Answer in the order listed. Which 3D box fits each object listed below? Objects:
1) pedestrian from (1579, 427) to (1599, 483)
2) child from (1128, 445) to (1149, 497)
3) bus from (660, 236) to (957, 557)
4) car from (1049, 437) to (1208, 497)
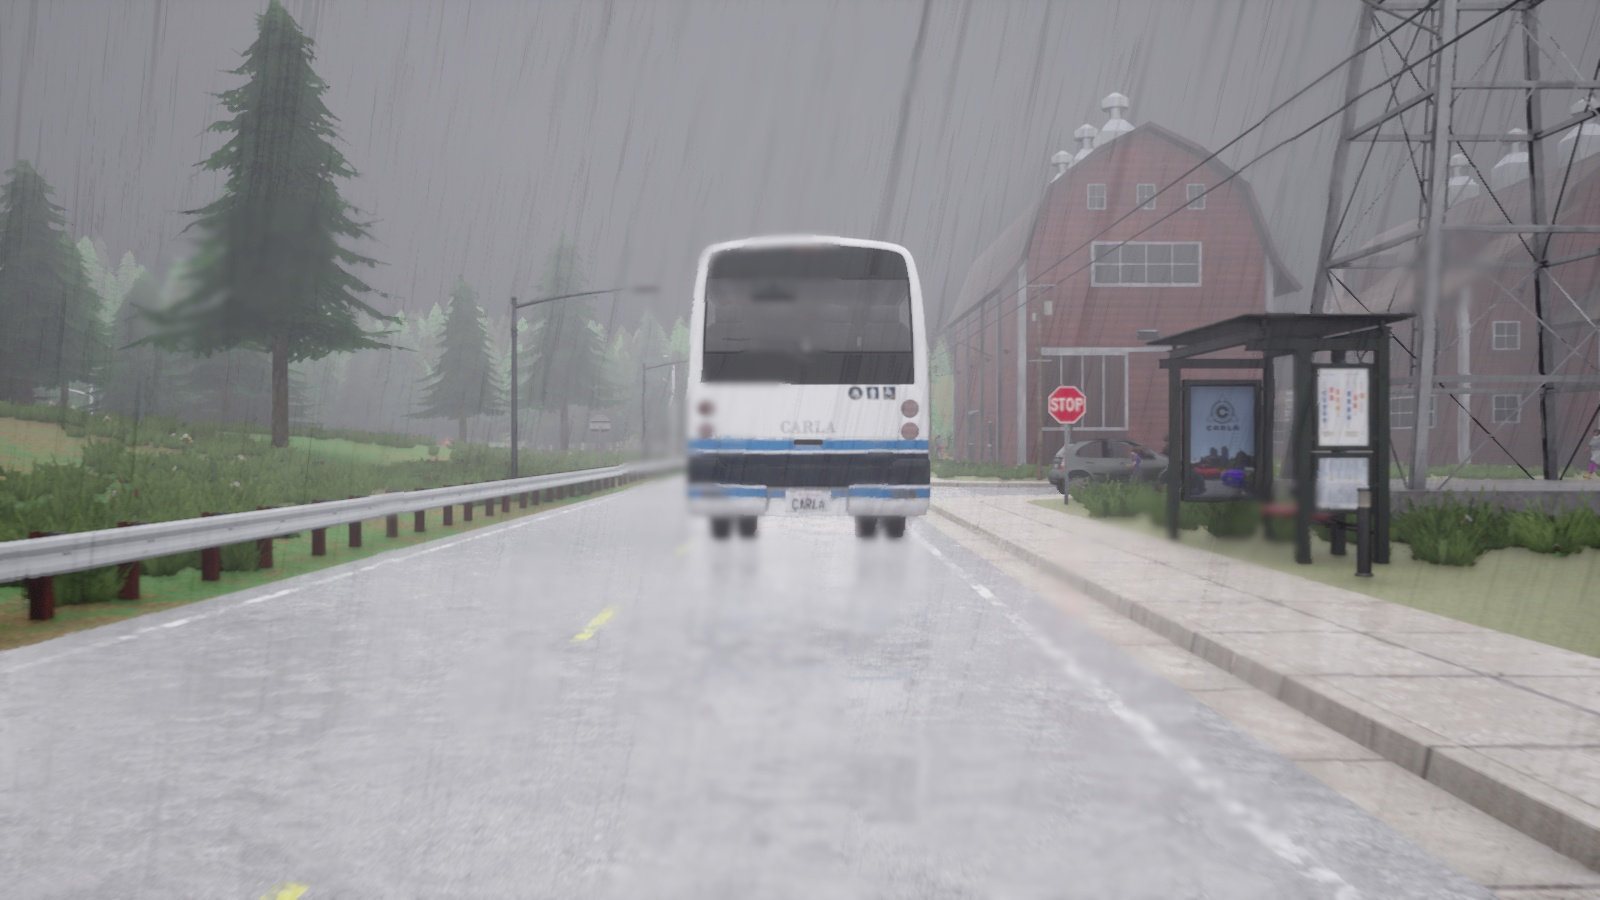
[{"bbox_3d":[27.784,0.179,43.722,0.873,1.952,0.659,0,0,-1],"label":"pedestrian"},{"bbox_3d":[8.334,0.515,30.917,0.437,1.263,0.270,0,0,-1],"label":"child"},{"bbox_3d":[0.140,-0.752,21.786,3.944,4.253,10.273,0,0,0],"label":"bus"},{"bbox_3d":[9.146,0.455,35.168,3.988,1.617,1.851,0,0,1],"label":"car"}]
